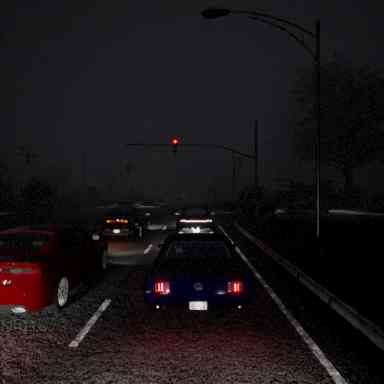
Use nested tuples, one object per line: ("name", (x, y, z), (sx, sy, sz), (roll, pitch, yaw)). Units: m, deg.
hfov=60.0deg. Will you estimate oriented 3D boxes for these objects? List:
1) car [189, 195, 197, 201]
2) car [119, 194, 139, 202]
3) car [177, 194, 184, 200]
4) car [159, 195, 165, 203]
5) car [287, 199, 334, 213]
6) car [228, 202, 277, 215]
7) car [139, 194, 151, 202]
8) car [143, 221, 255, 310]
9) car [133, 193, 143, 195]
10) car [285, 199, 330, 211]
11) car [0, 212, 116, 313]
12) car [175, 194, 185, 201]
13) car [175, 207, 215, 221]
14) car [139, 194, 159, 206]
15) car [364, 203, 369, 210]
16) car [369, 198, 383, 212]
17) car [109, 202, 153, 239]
("car", (0.225, 1.500, 84.631), (1.837, 1.490, 4.892), (0, 0, 0))
("car", (-10.452, 1.547, 53.376), (2.033, 1.411, 5.357), (0, 0, 0))
("car", (-3.207, 1.328, 95.035), (1.882, 1.535, 5.008), (0, 0, 1))
("car", (-6.819, 1.352, 69.303), (2.097, 1.767, 4.553), (0, 0, 0))
("car", (12.815, 1.491, 36.166), (4.902, 1.511, 2.128), (0, 0, 3))
("car", (5.984, 1.601, 33.008), (4.718, 1.301, 1.895), (0, 0, 10))
("car", (-10.308, 1.355, 73.411), (2.097, 1.767, 4.553), (0, 0, 0))
("car", (0.120, 1.601, 7.741), (1.895, 1.301, 4.718), (0, 0, 0))
("car", (-10.382, 1.221, 63.375), (2.150, 2.045, 5.566), (0, 0, 1))
("car", (13.684, 1.526, 39.620), (4.674, 1.442, 1.812), (0, 0, 5))
("car", (-3.381, 1.478, 7.768), (1.882, 1.535, 5.008), (0, 0, 0))
("car", (-3.275, 1.532, 84.626), (2.033, 1.411, 5.357), (0, 0, 0))
("car", (0.154, 1.491, 17.003), (2.128, 1.511, 4.902), (0, 0, -1))
("car", (-6.985, 1.546, 54.609), (2.033, 1.411, 5.357), (0, 0, -2))
("car", (22.860, 1.484, 39.100), (4.902, 1.511, 2.128), (0, 0, 3))
("car", (22.235, 1.470, 35.629), (5.008, 1.535, 1.882), (0, 0, 3))
("car", (-3.356, 1.505, 17.266), (1.837, 1.490, 4.892), (0, 0, 0))
